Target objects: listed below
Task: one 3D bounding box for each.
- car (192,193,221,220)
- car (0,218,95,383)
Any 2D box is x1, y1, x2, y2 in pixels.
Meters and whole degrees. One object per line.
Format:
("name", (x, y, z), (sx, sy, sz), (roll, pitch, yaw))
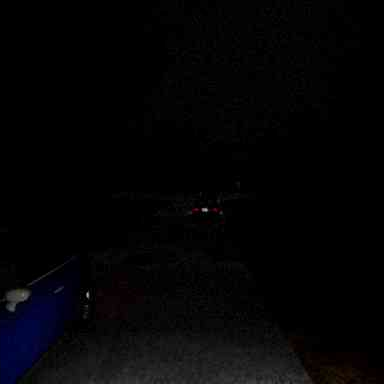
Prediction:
("car", (0.993, 1.094, 23.087), (2.033, 1.411, 5.357), (0, 2, 3))
("car", (-2.732, 1.306, 3.816), (2.097, 1.767, 4.553), (1, 0, 1))
